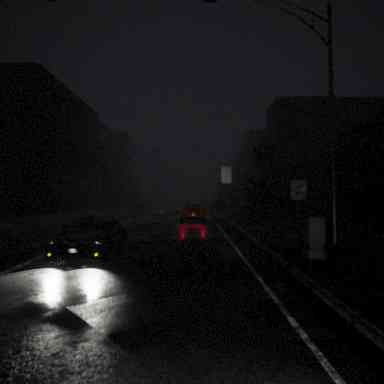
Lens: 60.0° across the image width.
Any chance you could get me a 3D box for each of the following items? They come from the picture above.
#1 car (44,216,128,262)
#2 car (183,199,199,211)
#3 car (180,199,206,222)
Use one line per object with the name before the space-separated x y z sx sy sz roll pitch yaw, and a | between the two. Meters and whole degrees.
car | -3.593 1.574 11.981 1.994 1.385 4.181 0 0 0
car | -0.110 1.602 42.921 1.994 1.385 4.181 0 0 -1
car | 0.076 1.501 26.723 1.882 1.535 5.008 0 0 0
